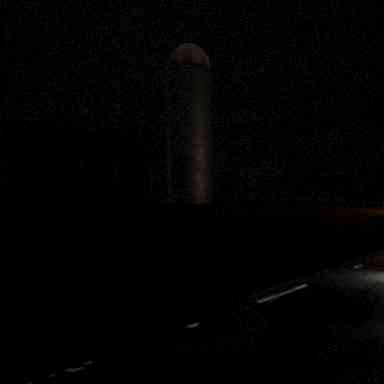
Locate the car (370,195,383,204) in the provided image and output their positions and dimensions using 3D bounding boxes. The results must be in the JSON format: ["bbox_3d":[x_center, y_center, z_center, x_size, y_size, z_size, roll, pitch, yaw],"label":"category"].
[{"bbox_3d":[32.840,1.301,57.313,1.837,1.490,4.892,-1,0,-4],"label":"car"}]
